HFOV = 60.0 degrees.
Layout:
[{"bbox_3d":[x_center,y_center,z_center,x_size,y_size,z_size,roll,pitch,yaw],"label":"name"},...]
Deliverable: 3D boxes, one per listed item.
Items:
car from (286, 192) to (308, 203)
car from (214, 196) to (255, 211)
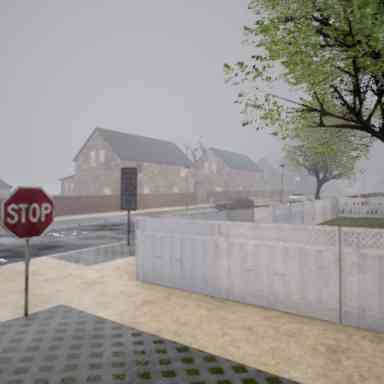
[{"bbox_3d":[14.691,0.805,46.265,1.812,1.442,4.674,2,2,35],"label":"car"},{"bbox_3d":[4.125,1.070,31.466,2.033,1.411,5.357,2,2,35],"label":"car"}]
